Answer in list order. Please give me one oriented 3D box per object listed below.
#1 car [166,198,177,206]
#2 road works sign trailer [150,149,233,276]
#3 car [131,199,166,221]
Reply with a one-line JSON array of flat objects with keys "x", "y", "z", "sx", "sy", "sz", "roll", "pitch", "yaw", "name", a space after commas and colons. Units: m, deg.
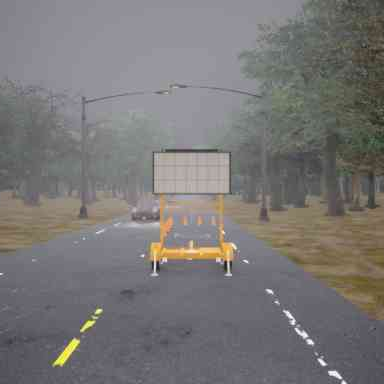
[{"x": -3.466, "y": 1.649, "z": 55.200, "sx": 1.994, "sy": 1.385, "sz": 4.181, "roll": 0, "pitch": 0, "yaw": 0, "name": "car"}, {"x": -0.010, "y": 0.476, "z": 10.372, "sx": 2.380, "sy": 3.560, "sz": 2.880, "roll": 0, "pitch": 0, "yaw": 0, "name": "road works sign trailer"}, {"x": -3.583, "y": 1.389, "z": 27.149, "sx": 2.097, "sy": 1.767, "sz": 4.553, "roll": 0, "pitch": 0, "yaw": 0, "name": "car"}]
